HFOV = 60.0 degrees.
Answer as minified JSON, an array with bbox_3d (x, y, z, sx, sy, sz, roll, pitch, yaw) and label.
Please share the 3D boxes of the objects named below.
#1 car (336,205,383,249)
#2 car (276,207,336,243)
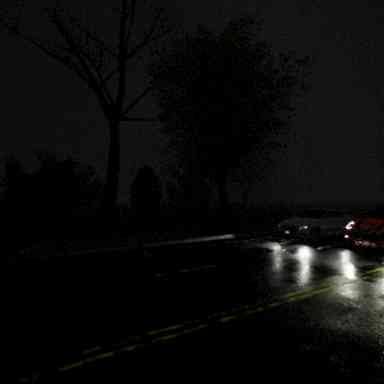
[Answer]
[{"bbox_3d":[8.230,1.312,13.578,4.553,1.767,2.097,0,0,-36],"label":"car"},{"bbox_3d":[6.102,1.487,16.063,4.674,1.442,1.812,0,0,-36],"label":"car"}]
